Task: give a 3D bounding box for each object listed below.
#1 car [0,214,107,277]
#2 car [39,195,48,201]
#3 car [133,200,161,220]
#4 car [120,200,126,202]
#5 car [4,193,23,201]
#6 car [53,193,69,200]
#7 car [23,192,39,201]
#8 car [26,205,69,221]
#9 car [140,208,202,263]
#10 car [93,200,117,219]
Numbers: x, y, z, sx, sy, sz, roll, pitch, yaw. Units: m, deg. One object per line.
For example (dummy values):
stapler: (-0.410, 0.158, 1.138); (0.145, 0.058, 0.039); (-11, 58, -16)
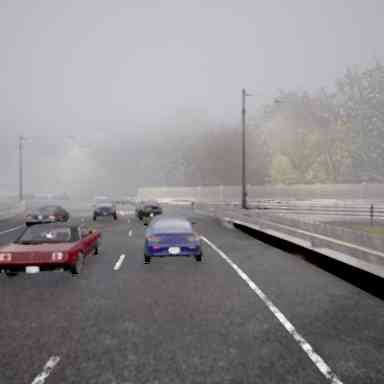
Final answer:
car: (-4.077, 1.601, 10.307); (1.895, 1.301, 4.718); (0, 0, -5)
car: (-38.280, 1.408, 84.445); (4.674, 1.442, 1.812); (0, 0, 40)
car: (-3.660, 1.475, 27.789); (1.837, 1.490, 4.892); (0, 0, -15)
car: (-10.236, 1.403, 48.932); (1.895, 1.301, 4.718); (0, 0, -38)
car: (-42.912, 1.393, 79.196); (5.008, 1.535, 1.882); (0, 0, 40)
car: (-30.238, 1.157, 76.551); (2.150, 2.045, 5.566); (0, 0, -43)
car: (-40.620, 1.125, 81.839); (5.566, 2.045, 2.150); (0, 0, 40)
car: (-9.414, 1.553, 22.030); (2.033, 1.411, 5.357); (0, 0, -11)
car: (-0.749, 1.509, 11.818); (1.812, 1.442, 4.674); (0, 0, -6)
car: (-7.410, 1.511, 28.307); (1.812, 1.442, 4.674); (0, 0, -15)
